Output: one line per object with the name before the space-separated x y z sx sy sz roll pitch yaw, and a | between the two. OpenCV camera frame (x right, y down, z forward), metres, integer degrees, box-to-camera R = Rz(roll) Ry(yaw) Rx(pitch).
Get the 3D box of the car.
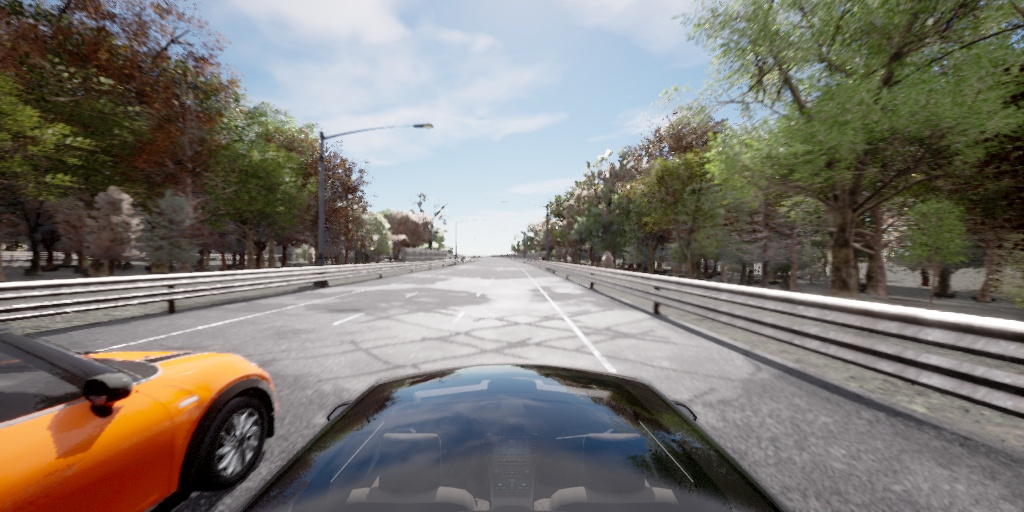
car | -3.399 1.102 1.728 2.097 1.767 4.553 0 0 0
